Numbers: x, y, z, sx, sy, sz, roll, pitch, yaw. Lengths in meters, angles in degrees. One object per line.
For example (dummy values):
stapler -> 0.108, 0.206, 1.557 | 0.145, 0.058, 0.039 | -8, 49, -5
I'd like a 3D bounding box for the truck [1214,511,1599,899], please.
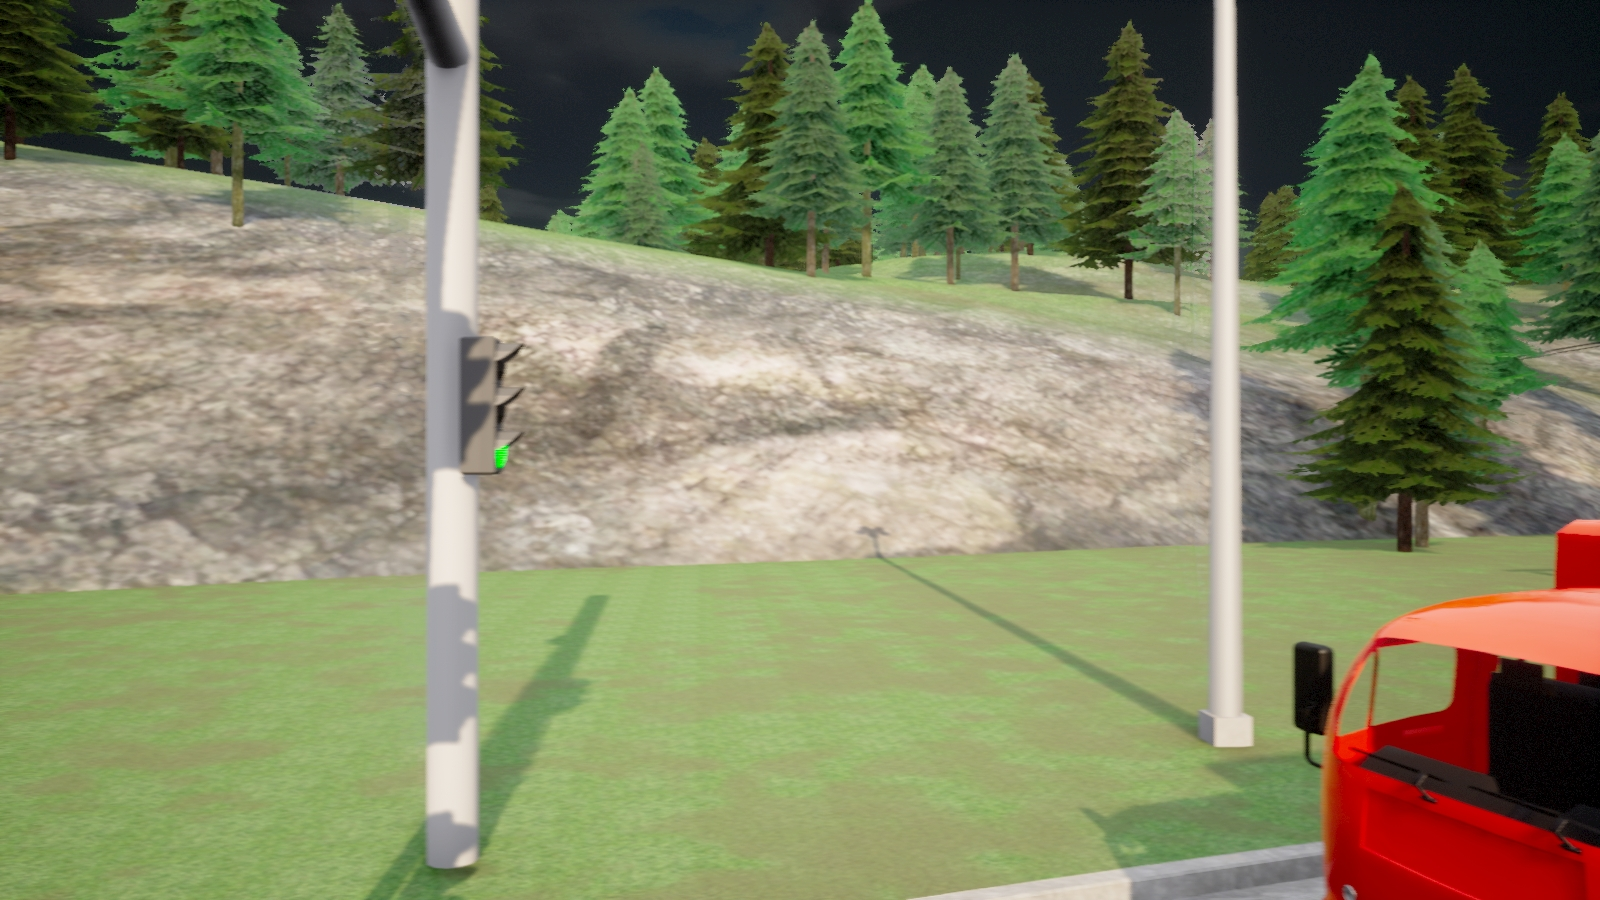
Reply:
truck -> 4.851, 1.564, 5.000 | 5.204, 2.467, 2.627 | 0, 0, -18
